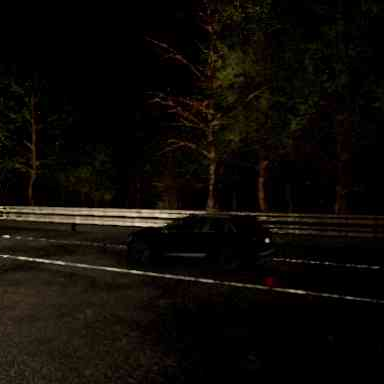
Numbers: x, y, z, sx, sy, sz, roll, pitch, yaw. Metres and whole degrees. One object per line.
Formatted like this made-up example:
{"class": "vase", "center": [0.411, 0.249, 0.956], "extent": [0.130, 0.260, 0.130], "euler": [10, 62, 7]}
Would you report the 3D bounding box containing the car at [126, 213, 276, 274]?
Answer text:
{"class": "car", "center": [0.173, 1.483, 10.663], "extent": [4.856, 1.649, 2.033], "euler": [0, 0, 26]}
